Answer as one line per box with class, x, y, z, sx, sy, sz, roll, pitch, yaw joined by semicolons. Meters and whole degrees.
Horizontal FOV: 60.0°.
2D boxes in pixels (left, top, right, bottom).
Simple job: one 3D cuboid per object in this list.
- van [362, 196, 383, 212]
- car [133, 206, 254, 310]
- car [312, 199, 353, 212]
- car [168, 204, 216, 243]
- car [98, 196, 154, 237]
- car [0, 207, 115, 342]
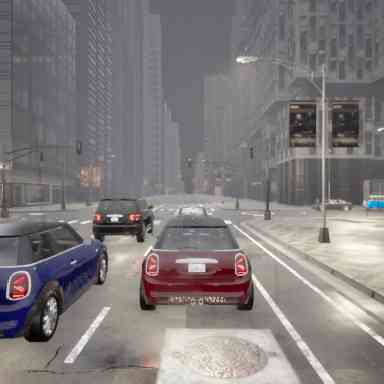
van;21.411;1.292;37.542;3.998;1.788;1.690;0;0;0
car;0.082;1.352;7.949;2.097;1.767;4.553;0;0;0
car;15.793;1.513;37.554;4.403;1.369;2.008;0;0;0
car;0.052;1.491;17.136;2.128;1.511;4.902;0;0;2
car;-3.186;1.222;16.341;2.150;2.045;5.566;0;0;0
car;-3.165;1.352;6.629;2.097;1.767;4.553;0;0;0
